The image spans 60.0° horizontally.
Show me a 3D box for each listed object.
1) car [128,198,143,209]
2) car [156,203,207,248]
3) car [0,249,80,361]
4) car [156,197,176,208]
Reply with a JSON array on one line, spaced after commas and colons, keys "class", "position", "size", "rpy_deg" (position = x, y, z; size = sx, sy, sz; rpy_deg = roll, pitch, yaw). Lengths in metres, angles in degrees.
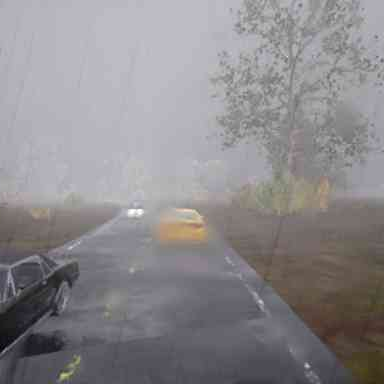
[{"class": "car", "position": [-7.926, 1.581, 46.667], "size": [2.128, 1.511, 4.902], "rpy_deg": [0, 0, -11]}, {"class": "car", "position": [-0.474, 1.484, 14.840], "size": [1.882, 1.535, 5.008], "rpy_deg": [0, 0, -3]}, {"class": "car", "position": [-3.209, 1.606, 4.709], "size": [1.895, 1.301, 4.718], "rpy_deg": [0, 0, -2]}, {"class": "car", "position": [-2.711, 1.399, 35.404], "size": [2.097, 1.767, 4.553], "rpy_deg": [0, 0, -8]}]
